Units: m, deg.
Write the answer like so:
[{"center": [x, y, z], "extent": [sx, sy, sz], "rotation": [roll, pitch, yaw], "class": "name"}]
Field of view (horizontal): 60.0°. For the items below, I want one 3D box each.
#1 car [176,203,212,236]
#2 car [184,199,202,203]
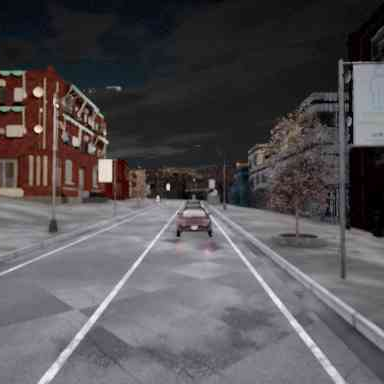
[{"center": [0.117, 1.551, 18.417], "extent": [1.812, 1.442, 4.674], "rotation": [0, 0, 0], "class": "car"}, {"center": [0.136, 1.558, 39.121], "extent": [2.128, 1.511, 4.902], "rotation": [0, 0, 0], "class": "car"}]
